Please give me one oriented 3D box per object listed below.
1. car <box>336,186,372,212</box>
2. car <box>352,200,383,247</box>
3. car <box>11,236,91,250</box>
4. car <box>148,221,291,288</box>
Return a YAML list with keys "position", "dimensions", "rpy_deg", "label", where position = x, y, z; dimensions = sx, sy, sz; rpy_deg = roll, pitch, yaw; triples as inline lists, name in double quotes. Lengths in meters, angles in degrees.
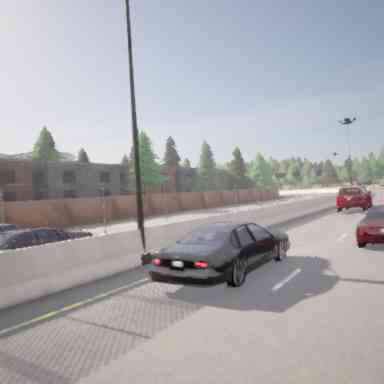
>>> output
- position: [13.624, 0.546, 27.933]
  dimensions: [2.150, 2.045, 5.566]
  rpy_deg: [-4, 0, 34]
  label: "car"
- position: [7.478, 1.174, 12.576]
  dimensions: [1.994, 1.385, 4.181]
  rpy_deg: [-4, 0, 34]
  label: "car"
- position: [-5.977, 2.009, 11.754]
  dimensions: [2.033, 1.411, 5.357]
  rpy_deg: [-4, -1, 34]
  label: "car"
- position: [1.085, 1.542, 9.366]
  dimensions: [2.033, 1.411, 5.357]
  rpy_deg: [-4, 0, 34]
  label: "car"
